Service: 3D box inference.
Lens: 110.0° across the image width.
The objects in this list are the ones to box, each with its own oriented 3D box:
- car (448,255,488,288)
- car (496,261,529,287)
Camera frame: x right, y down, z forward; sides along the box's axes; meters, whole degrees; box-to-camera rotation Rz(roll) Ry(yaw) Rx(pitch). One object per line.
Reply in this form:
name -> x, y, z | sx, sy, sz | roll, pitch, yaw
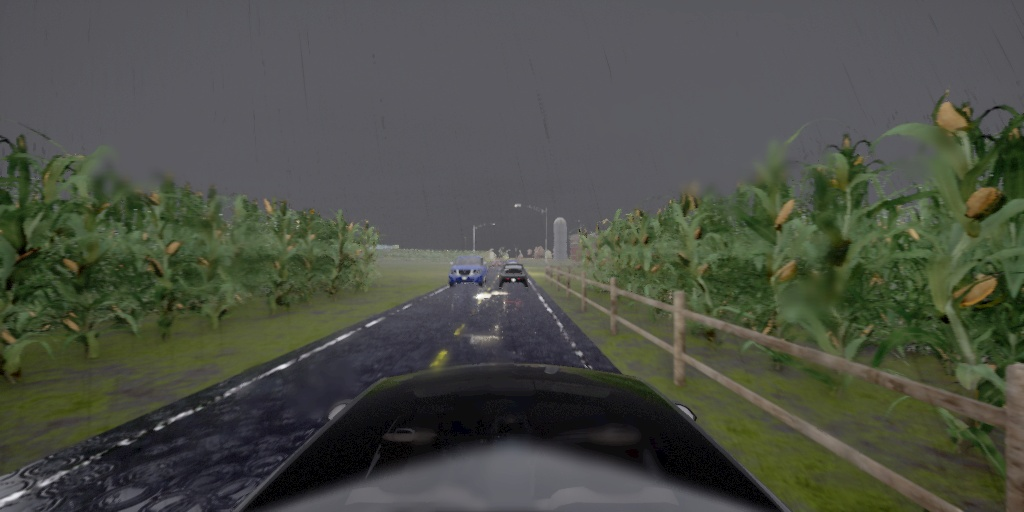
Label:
car -> -2.854, 0.969, 24.267 | 2.150, 2.045, 5.566 | 0, 0, 0
car -> 0.095, 1.252, 24.702 | 1.837, 1.490, 4.892 | 0, 0, 0
